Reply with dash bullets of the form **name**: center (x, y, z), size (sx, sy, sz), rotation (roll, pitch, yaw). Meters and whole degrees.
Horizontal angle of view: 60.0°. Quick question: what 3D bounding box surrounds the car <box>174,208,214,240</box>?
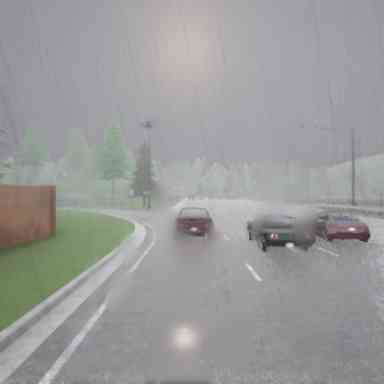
- **car**: center (0.096, 1.555, 17.587), size (1.882, 1.535, 5.008), rotation (0, 0, 0)

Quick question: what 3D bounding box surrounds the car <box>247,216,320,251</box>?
- **car**: center (3.594, 1.664, 14.393), size (1.895, 1.301, 4.718), rotation (0, 0, 0)

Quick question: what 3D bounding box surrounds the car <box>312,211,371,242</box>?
- **car**: center (7.094, 1.638, 16.757), size (1.994, 1.385, 4.181), rotation (0, 0, 0)
